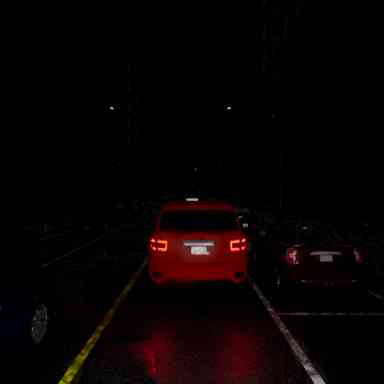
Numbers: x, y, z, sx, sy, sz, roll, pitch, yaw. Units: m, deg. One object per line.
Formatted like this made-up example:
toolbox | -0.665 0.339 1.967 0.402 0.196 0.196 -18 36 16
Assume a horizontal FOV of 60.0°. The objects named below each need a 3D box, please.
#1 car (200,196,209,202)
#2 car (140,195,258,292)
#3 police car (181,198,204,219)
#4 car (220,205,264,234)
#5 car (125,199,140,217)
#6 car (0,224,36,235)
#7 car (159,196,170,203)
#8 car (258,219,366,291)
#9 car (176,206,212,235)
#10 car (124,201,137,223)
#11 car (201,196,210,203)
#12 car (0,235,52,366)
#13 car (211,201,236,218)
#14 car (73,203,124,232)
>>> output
car | 2.948 1.590 78.922 2.008 1.369 4.403 0 0 0
car | 0.108 1.218 9.093 2.150 2.045 5.566 0 0 -1
police car | 0.015 1.418 30.127 1.930 1.638 5.238 0 0 0
car | 2.864 1.545 20.011 2.008 1.369 4.403 0 0 0
car | -5.656 1.433 31.019 1.967 1.590 4.097 0 0 0
car | -5.667 1.579 9.013 1.802 1.307 4.206 0 0 0
car | -5.602 1.603 68.121 1.802 1.307 4.206 0 0 0
car | 2.858 1.437 9.008 1.967 1.590 4.097 0 0 0
car | 0.109 1.595 19.863 1.895 1.301 4.718 0 0 0
car | -5.659 1.575 25.517 1.802 1.307 4.206 0 0 0
car | 2.935 1.555 73.683 1.752 1.417 4.829 0 0 0
car | -3.100 1.524 3.528 1.812 1.442 4.674 0 0 0
car | 2.870 1.559 31.014 1.947 1.339 4.313 0 0 0
car | -5.661 1.560 20.016 1.947 1.339 4.313 0 0 0
